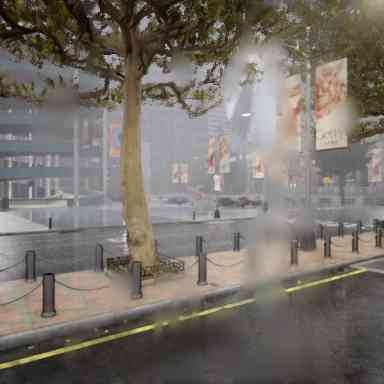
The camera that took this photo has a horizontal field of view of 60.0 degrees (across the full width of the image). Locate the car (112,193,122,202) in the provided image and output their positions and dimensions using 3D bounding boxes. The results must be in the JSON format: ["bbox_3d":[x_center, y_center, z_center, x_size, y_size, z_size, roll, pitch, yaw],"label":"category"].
[{"bbox_3d":[-15.110,1.511,71.788,4.902,1.511,2.128,0,0,30],"label":"car"}]

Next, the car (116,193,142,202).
[{"bbox_3d":[-14.341,1.190,75.309,5.566,2.045,2.150,0,0,26],"label":"car"}]

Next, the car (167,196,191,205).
[{"bbox_3d":[-2.791,1.561,60.877,1.994,1.385,4.181,0,0,-38],"label":"car"}]

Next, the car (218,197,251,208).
[{"bbox_3d":[5.866,1.503,48.983,1.837,1.490,4.892,0,0,-35],"label":"car"}]

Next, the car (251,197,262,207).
[{"bbox_3d":[8.596,1.475,51.194,1.882,1.535,5.008,0,0,-35],"label":"car"}]

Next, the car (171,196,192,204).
[{"bbox_3d":[-2.171,1.562,65.815,1.994,1.385,4.181,0,0,-40],"label":"car"}]
